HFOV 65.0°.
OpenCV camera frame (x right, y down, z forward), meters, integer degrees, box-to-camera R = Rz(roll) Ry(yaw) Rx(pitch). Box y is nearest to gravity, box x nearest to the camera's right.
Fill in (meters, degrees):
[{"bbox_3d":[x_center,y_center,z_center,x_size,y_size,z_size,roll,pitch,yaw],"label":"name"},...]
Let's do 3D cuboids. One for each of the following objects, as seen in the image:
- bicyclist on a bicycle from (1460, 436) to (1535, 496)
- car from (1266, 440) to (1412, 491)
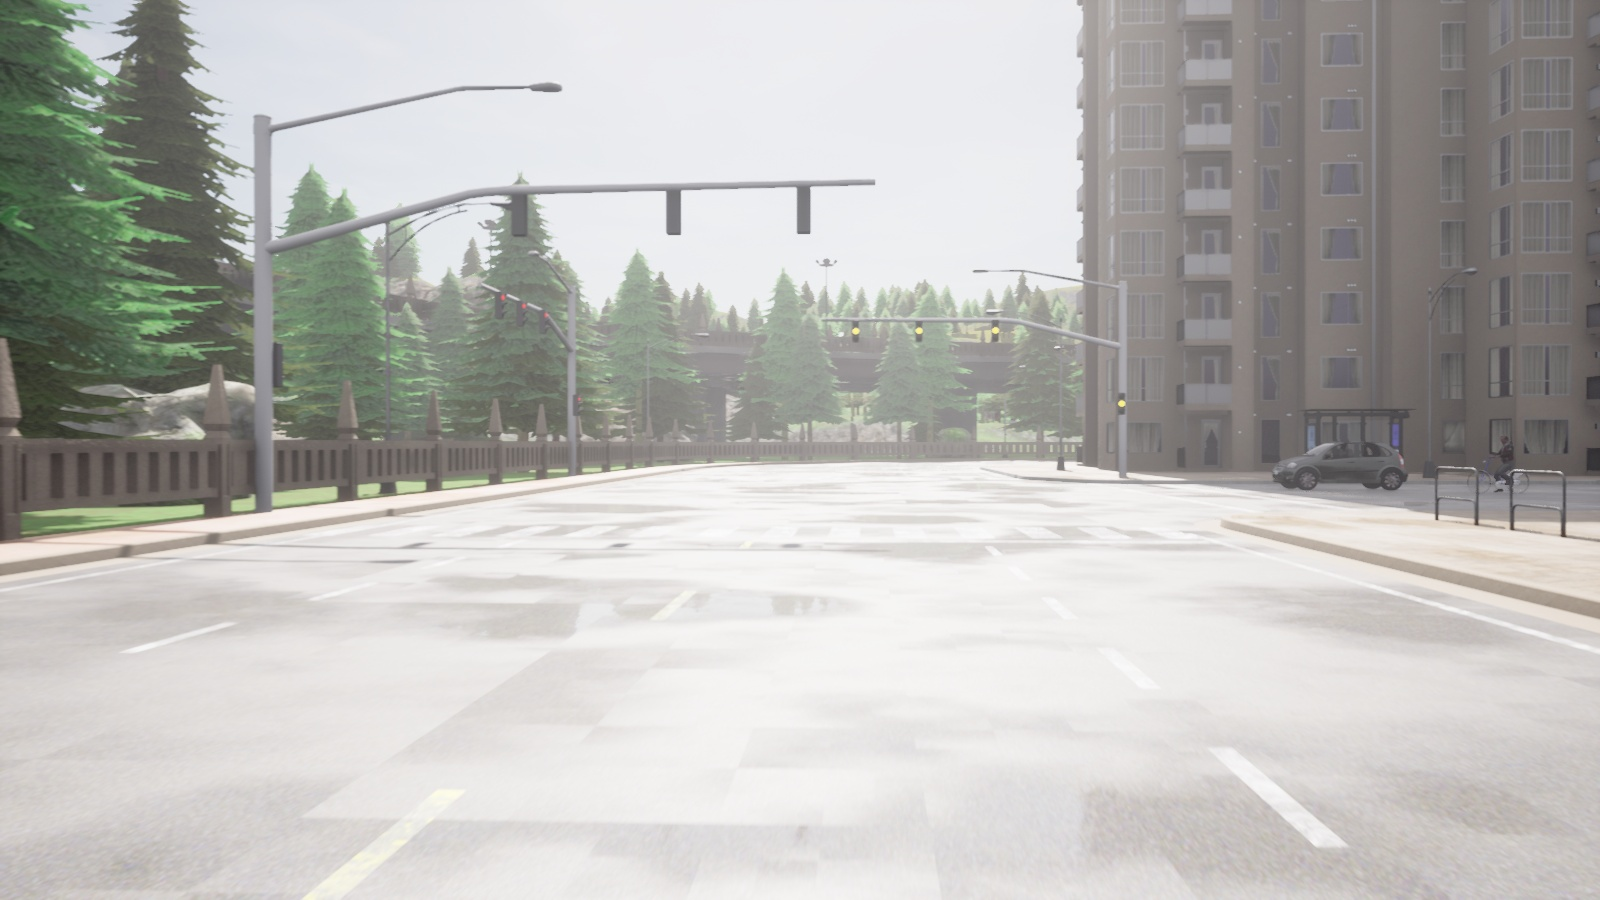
[{"bbox_3d":[20.879,0.482,37.599,1.843,1.776,0.659,0,0,2],"label":"bicyclist on a bicycle"},{"bbox_3d":[17.625,0.486,41.209,3.988,1.617,1.851,0,0,2],"label":"car"}]
